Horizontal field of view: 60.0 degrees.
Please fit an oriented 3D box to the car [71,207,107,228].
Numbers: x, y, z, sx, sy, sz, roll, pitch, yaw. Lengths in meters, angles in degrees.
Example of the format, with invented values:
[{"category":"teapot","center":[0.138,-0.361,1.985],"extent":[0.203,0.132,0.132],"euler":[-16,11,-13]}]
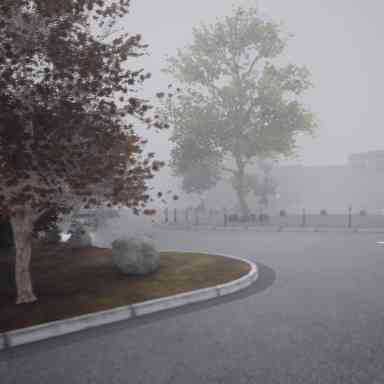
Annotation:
[{"category":"car","center":[-7.822,1.901,25.520],"extent":[2.128,1.511,4.902],"euler":[-1,-1,-4]}]
